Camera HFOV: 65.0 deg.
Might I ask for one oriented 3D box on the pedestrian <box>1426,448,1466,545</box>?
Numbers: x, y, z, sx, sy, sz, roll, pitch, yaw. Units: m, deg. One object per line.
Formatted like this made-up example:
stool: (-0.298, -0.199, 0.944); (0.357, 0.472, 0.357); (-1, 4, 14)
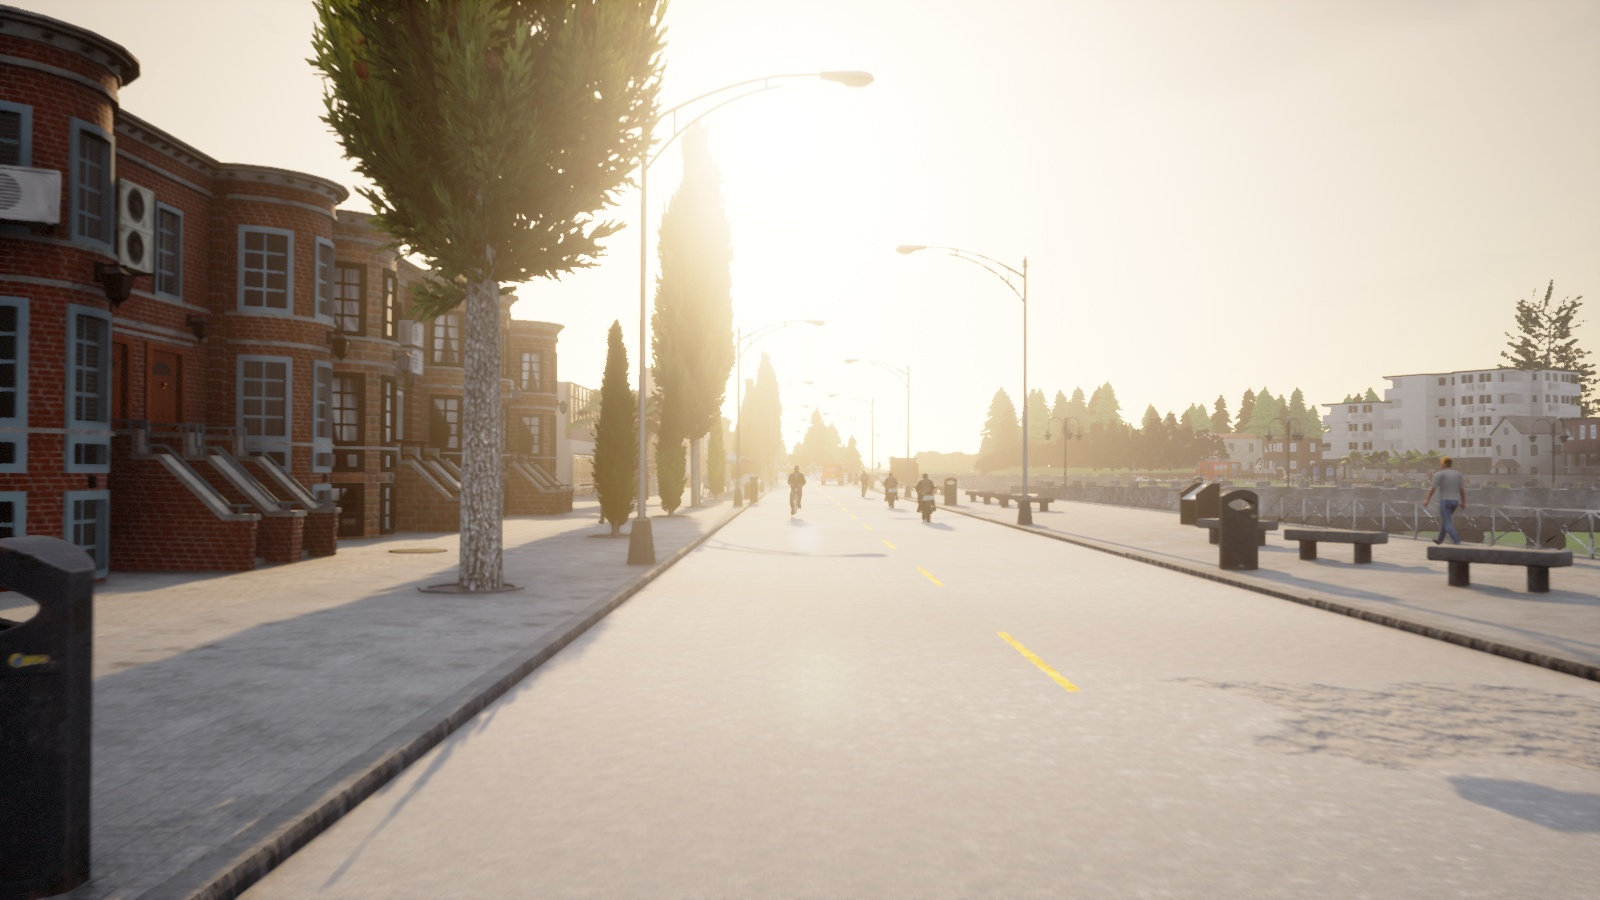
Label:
pedestrian: (12.391, 0.878, 24.094); (0.354, 1.836, 0.706); (0, -1, -2)

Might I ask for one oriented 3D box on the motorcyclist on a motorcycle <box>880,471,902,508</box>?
motorcyclist on a motorcycle: (3.861, 1.675, 53.377); (0.797, 1.523, 2.044); (0, -1, 0)

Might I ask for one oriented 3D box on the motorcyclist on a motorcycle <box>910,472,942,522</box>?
motorcyclist on a motorcycle: (3.898, 1.434, 39.023); (0.797, 1.523, 2.044); (0, -1, 0)
